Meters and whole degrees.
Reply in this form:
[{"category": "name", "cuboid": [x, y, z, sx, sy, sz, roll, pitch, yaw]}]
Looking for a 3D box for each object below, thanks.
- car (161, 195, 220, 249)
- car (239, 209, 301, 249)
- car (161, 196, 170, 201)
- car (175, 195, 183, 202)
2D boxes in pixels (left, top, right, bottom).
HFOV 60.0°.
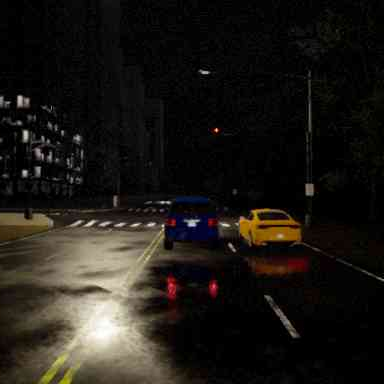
[{"category": "car", "cuboid": [0.000, 1.268, 14.692, 2.150, 2.045, 5.566, 0, 0, 0]}, {"category": "car", "cuboid": [3.241, 1.485, 14.663, 1.882, 1.535, 5.008, -1, 0, 0]}, {"category": "car", "cuboid": [-6.501, 1.635, 82.334, 1.895, 1.301, 4.718, 0, 0, 0]}, {"category": "car", "cuboid": [-3.251, 1.518, 82.364, 1.882, 1.535, 5.008, 0, 0, 0]}]
